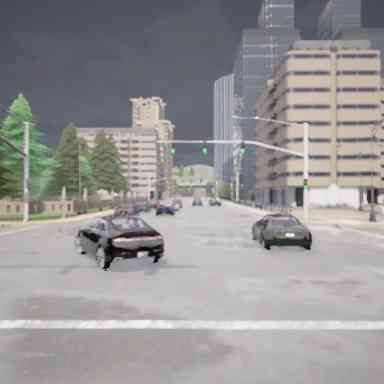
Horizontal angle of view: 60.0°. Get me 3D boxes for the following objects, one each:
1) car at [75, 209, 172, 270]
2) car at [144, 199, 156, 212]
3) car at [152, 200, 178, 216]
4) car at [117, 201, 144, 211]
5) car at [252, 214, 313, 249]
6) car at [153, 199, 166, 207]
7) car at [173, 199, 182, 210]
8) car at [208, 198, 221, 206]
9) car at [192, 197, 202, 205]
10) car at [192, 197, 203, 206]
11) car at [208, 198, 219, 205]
[{"bbox_3d":[-2.678,1.578,11.550,2.128,1.511,4.902,1,-1,-32],"label":"car"},{"bbox_3d":[-6.270,1.863,42.171,2.033,1.411,5.357,0,0,1],"label":"car"},{"bbox_3d":[-2.836,1.871,36.035,1.895,1.301,4.718,0,0,1],"label":"car"},{"bbox_3d":[-6.367,1.810,32.930,1.994,1.385,4.181,0,0,1],"label":"car"},{"bbox_3d":[3.943,1.679,15.128,1.994,1.385,4.181,0,0,2],"label":"car"},{"bbox_3d":[-5.990,2.063,61.887,1.895,1.301,4.718,0,0,1],"label":"car"},{"bbox_3d":[-2.729,1.939,45.199,1.895,1.301,4.718,0,0,1],"label":"car"},{"bbox_3d":[4.526,2.077,63.566,1.895,1.301,4.718,0,0,1],"label":"car"},{"bbox_3d":[1.116,1.898,72.919,2.097,1.767,4.553,0,0,1],"label":"car"},{"bbox_3d":[1.036,2.047,64.578,1.994,1.385,4.181,0,0,1],"label":"car"},{"bbox_3d":[4.616,2.083,72.914,2.033,1.411,5.357,0,0,1],"label":"car"}]
